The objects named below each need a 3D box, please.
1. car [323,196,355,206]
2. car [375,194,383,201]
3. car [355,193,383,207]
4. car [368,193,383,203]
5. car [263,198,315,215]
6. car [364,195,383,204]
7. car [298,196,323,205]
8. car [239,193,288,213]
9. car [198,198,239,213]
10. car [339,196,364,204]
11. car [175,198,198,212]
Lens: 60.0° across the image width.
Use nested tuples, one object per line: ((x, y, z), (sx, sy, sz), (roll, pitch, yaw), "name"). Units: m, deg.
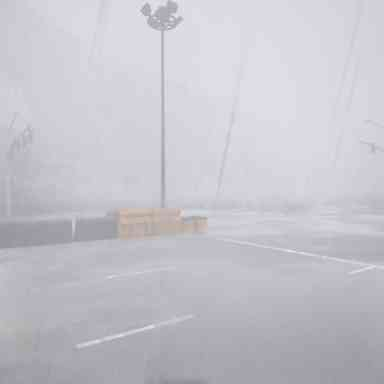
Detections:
((21.454, 1.367, 49.485), (5.357, 1.411, 2.033), (0, 0, -36), "car")
((27.722, 1.355, 45.358), (5.357, 1.411, 2.033), (0, 0, -36), "car")
((25.793, 1.299, 48.282), (4.902, 1.511, 2.128), (0, 0, -35), "car")
((36.121, 1.084, 64.178), (4.553, 1.767, 2.097), (0, 0, -36), "car")
((9.473, 1.510, 32.301), (4.718, 1.301, 1.895), (0, 0, -36), "car")
((31.464, 1.270, 56.597), (4.892, 1.490, 1.837), (0, 0, -35), "car")
((17.153, 1.323, 50.708), (4.902, 1.511, 2.128), (0, 0, -36), "car")
((8.061, 1.126, 35.594), (5.566, 2.045, 2.150), (0, 0, -36), "car")
((3.543, 1.410, 36.665), (4.902, 1.511, 2.128), (0, 0, -36), "car")
((27.973, 1.373, 58.404), (4.718, 1.301, 1.895), (0, 0, -35), "car")
((0.264, 1.450, 38.608), (4.674, 1.442, 1.812), (0, 0, -36), "car")
